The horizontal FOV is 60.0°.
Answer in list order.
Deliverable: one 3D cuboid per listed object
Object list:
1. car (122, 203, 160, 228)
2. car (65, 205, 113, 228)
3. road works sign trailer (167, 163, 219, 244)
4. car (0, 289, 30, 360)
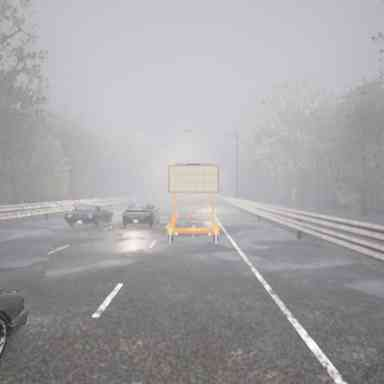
[{"bbox_3d":[-3.241,1.464,21.791,2.128,1.511,4.902,0,0,1],"label":"car"},{"bbox_3d":[-6.687,1.550,22.171,1.895,1.301,4.718,1,-2,1],"label":"car"},{"bbox_3d":[0.081,0.445,15.780,2.380,3.560,2.880,0,0,1],"label":"road works sign trailer"},{"bbox_3d":[-3.396,1.544,2.575,2.033,1.411,5.357,0,0,0],"label":"car"}]
